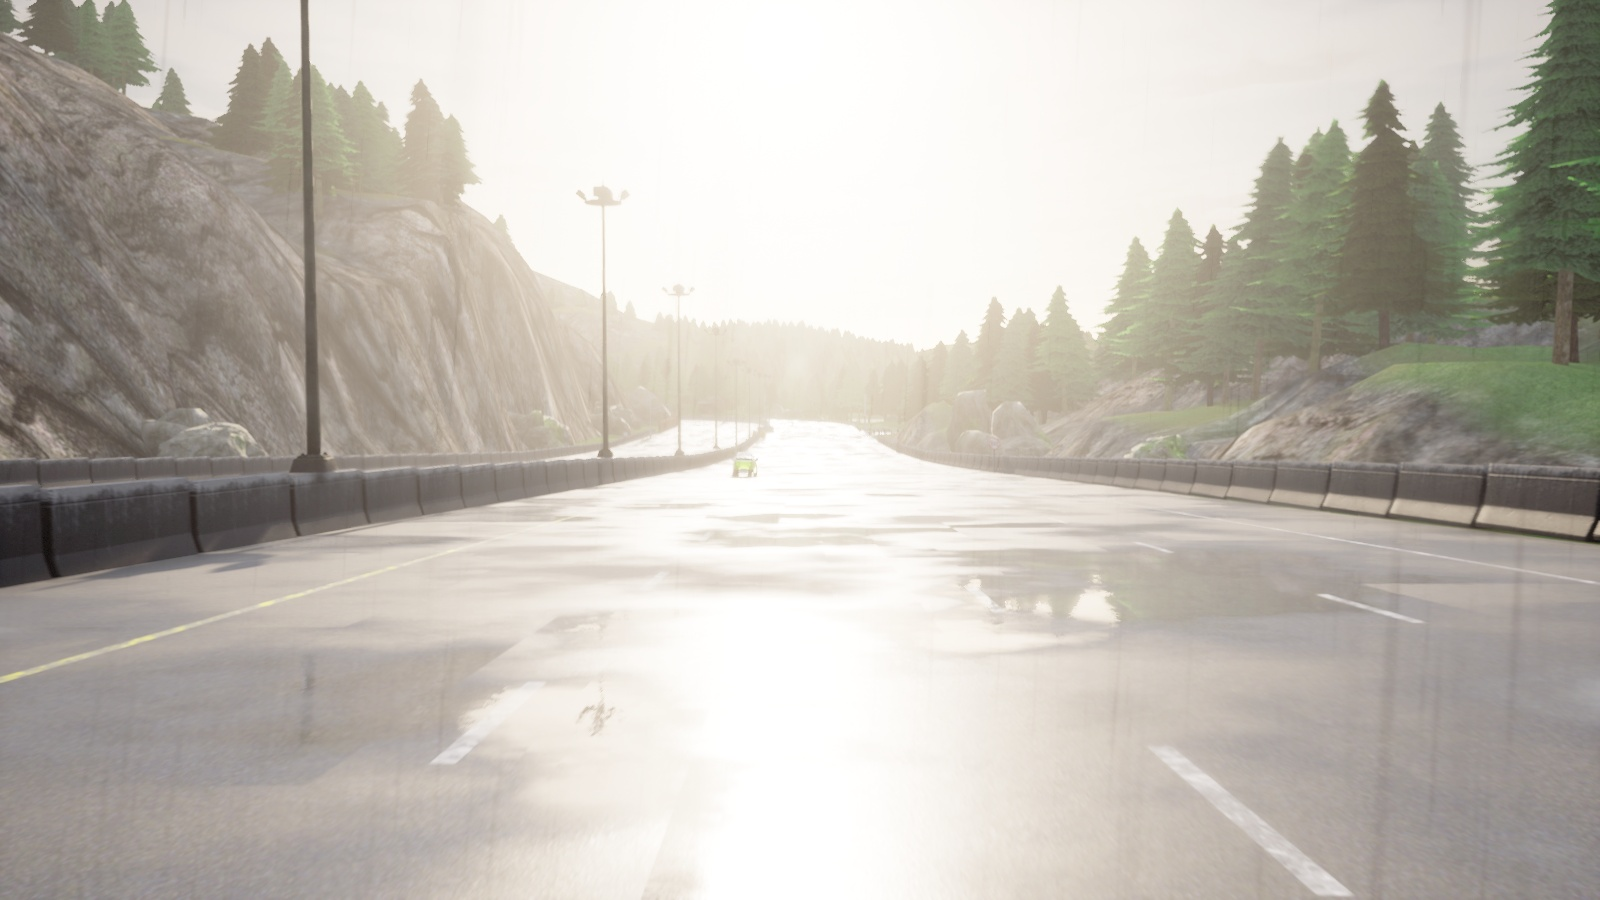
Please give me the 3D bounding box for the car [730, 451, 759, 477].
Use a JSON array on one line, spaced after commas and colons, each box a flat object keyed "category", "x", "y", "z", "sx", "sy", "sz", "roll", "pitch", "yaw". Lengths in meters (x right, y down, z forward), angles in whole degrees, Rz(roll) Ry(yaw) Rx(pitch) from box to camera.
[{"category": "car", "x": -3.092, "y": 0.763, "z": 70.076, "sx": 1.481, "sy": 1.376, "sz": 2.207, "roll": 0, "pitch": 0, "yaw": 0}]
